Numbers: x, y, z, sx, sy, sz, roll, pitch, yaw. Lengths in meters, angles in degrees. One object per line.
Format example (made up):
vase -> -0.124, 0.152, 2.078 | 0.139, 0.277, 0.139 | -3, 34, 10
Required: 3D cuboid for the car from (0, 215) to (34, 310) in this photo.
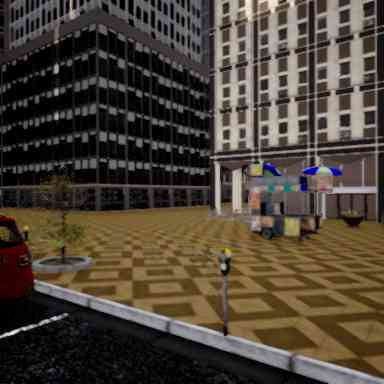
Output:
car -> -5.122, 1.315, 6.534 | 5.009, 1.841, 2.192 | 0, 0, 36
